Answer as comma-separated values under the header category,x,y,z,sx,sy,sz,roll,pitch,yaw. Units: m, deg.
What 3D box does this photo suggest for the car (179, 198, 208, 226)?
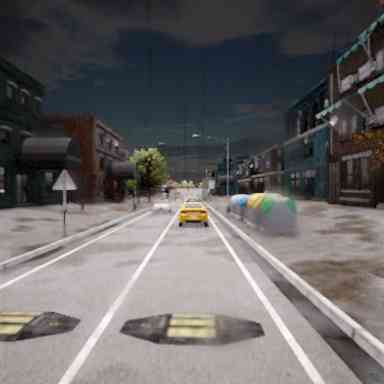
category,x,y,z,sx,sy,sz,roll,pitch,yaw
car,0.092,1.454,23.518,1.882,1.535,5.008,0,0,0

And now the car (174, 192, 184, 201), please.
category,x,y,z,sx,sy,sz,roll,pitch,yaw
car,-3.021,1.134,76.881,2.150,2.045,5.566,0,0,0

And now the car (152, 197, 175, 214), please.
category,x,y,z,sx,sy,sz,roll,pitch,yaw
car,-3.103,1.505,35.348,1.812,1.442,4.674,0,0,0
